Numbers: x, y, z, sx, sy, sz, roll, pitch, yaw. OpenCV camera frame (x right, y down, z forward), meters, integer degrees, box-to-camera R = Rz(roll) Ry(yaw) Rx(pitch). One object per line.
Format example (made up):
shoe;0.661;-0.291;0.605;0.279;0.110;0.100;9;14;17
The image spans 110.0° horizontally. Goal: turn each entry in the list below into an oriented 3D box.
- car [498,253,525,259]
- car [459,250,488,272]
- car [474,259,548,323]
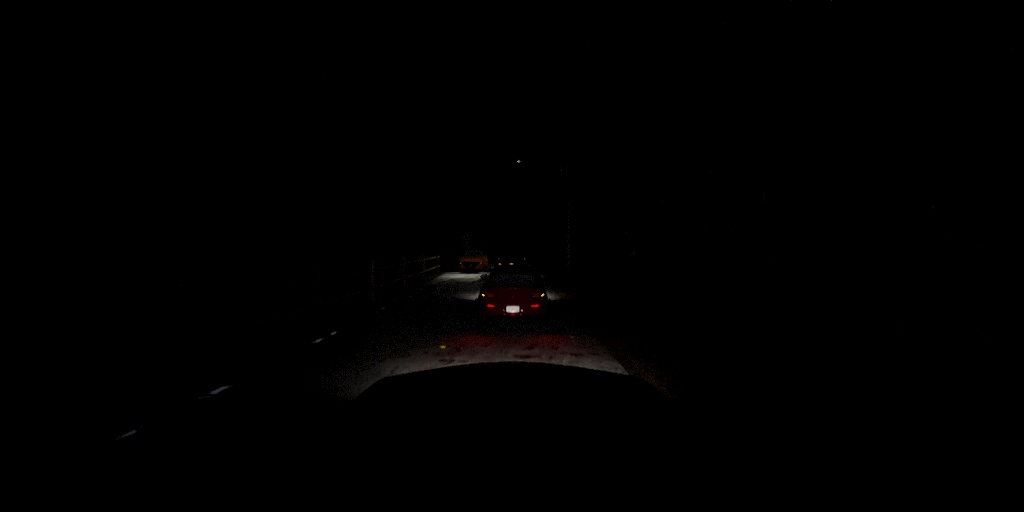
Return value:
car;-0.020;0.466;25.587;2.033;1.411;5.357;0;2;0
car;-2.927;0.307;27.723;1.882;1.535;5.008;0;2;0
car;0.027;0.995;10.708;1.812;1.442;4.674;0;2;0
